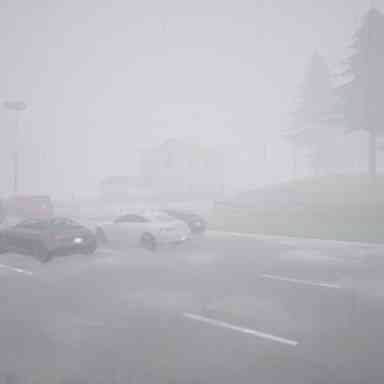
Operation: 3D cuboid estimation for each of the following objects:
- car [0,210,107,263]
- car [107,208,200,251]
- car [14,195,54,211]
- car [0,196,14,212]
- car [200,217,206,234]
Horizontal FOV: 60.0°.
[{"bbox_3d":[-5.362,1.565,12.074,4.181,1.385,1.994,0,0,36],"label":"car"},{"bbox_3d":[-2.197,1.528,14.105,4.674,1.442,1.812,0,0,36],"label":"car"},{"bbox_3d":[-13.159,1.230,26.236,5.566,2.045,2.150,0,0,36],"label":"car"},{"bbox_3d":[-15.184,1.230,23.381,5.566,2.045,2.150,0,0,36],"label":"car"},{"bbox_3d":[-1.306,1.565,17.779,4.181,1.385,1.994,0,0,36],"label":"car"}]
